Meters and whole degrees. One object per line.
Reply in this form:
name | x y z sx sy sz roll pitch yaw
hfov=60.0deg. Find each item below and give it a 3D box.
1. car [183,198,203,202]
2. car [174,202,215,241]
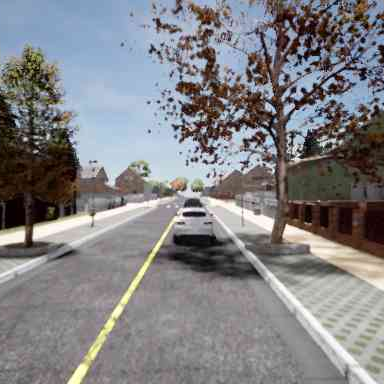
car | 0.099 1.331 33.355 1.882 1.535 5.008 0 0 0
car | 0.098 1.448 16.151 1.812 1.442 4.674 0 0 0
